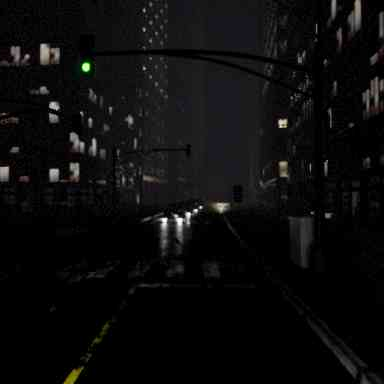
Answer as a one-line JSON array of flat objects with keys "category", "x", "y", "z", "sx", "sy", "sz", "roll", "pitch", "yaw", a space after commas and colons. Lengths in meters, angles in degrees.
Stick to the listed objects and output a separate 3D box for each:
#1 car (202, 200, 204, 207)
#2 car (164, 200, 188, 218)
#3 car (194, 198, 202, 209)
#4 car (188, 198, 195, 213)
[{"category": "car", "x": 1.303, "y": 2.060, "z": 63.738, "sx": 2.033, "sy": 1.411, "sz": 5.357, "roll": 0, "pitch": 0, "yaw": 8}, {"category": "car", "x": -1.748, "y": 1.821, "z": 34.467, "sx": 1.812, "sy": 1.442, "sz": 4.674, "roll": 0, "pitch": 0, "yaw": 4}, {"category": "car", "x": -0.006, "y": 1.791, "z": 53.263, "sx": 2.097, "sy": 1.767, "sz": 4.553, "roll": 0, "pitch": 0, "yaw": 7}, {"category": "car", "x": -1.002, "y": 1.892, "z": 43.439, "sx": 1.812, "sy": 1.442, "sz": 4.674, "roll": 0, "pitch": 0, "yaw": 5}]
